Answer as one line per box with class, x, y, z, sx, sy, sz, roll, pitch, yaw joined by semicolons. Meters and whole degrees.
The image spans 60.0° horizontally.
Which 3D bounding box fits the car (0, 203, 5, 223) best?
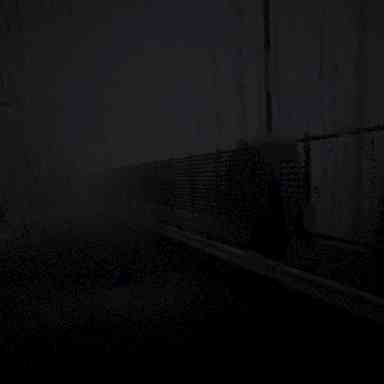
car;-10.626;1.059;16.825;2.033;1.411;5.357;-3;3;-25
